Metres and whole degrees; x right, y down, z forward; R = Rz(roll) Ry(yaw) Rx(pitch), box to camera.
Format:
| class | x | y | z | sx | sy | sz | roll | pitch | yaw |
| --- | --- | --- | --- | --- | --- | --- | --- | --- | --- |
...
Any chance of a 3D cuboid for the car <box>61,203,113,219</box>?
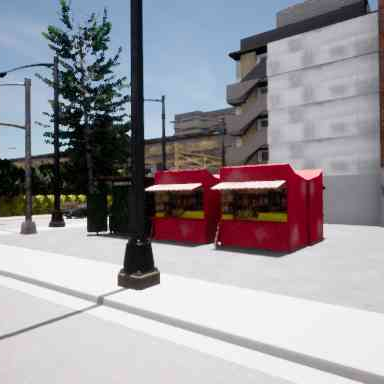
| class | x | y | z | sx | sy | sz | roll | pitch | yaw |
| --- | --- | --- | --- | --- | --- | --- | --- | --- | --- |
| car | -9.532 | 1.684 | 30.992 | 2.033 | 1.411 | 5.357 | -1 | -1 | 36 |
